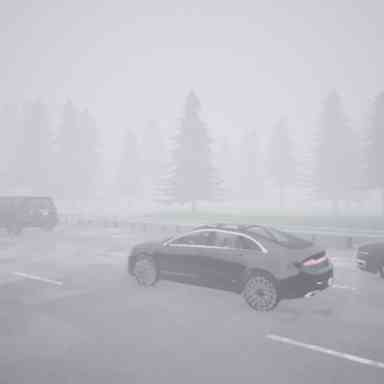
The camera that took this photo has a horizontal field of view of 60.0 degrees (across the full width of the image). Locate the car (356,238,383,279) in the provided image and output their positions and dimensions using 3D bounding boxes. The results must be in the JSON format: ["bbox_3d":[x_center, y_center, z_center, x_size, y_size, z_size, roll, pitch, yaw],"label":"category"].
[{"bbox_3d":[6.577,1.483,7.805,4.892,1.490,1.837,0,0,36],"label":"car"}]

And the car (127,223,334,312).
[{"bbox_3d":[0.620,1.477,7.690,4.902,1.511,2.128,0,0,34],"label":"car"}]

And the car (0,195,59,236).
[{"bbox_3d":[-9.831,1.202,18.432,5.566,2.045,2.150,0,0,30],"label":"car"}]
